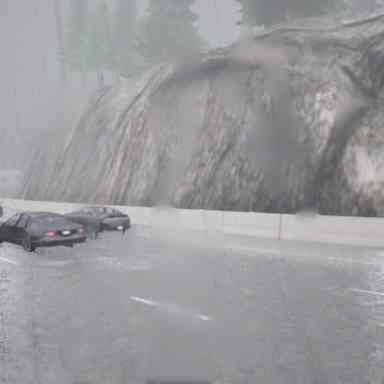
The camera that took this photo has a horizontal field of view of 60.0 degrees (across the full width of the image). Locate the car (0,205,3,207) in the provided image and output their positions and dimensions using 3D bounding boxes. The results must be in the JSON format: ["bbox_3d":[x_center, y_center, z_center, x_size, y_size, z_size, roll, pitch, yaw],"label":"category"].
[{"bbox_3d":[-18.577,1.461,30.265,1.812,1.442,4.674,0,0,-43],"label":"car"}]

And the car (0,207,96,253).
[{"bbox_3d":[-6.476,1.522,13.721,5.357,1.411,2.033,0,0,41],"label":"car"}]

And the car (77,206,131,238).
[{"bbox_3d":[-5.214,1.465,17.280,4.902,1.511,2.128,0,0,41],"label":"car"}]
